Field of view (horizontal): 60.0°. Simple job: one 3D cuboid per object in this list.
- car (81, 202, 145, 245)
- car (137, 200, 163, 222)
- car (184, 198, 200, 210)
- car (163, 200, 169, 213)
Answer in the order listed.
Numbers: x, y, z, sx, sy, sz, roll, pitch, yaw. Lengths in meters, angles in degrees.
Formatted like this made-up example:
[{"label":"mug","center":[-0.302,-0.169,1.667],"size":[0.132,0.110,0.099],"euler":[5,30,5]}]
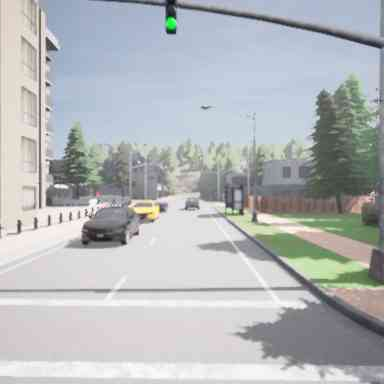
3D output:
[{"label":"car","center":[-3.598,1.434,15.496],"size":[1.882,1.535,5.008],"euler":[0,0,0]},{"label":"car","center":[-3.587,1.404,25.457],"size":[1.882,1.535,5.008],"euler":[0,0,0]},{"label":"car","center":[0.043,1.426,41.600],"size":[2.033,1.411,5.357],"euler":[0,0,1]},{"label":"car","center":[-3.554,1.497,35.558],"size":[1.895,1.301,4.718],"euler":[0,0,0]}]
